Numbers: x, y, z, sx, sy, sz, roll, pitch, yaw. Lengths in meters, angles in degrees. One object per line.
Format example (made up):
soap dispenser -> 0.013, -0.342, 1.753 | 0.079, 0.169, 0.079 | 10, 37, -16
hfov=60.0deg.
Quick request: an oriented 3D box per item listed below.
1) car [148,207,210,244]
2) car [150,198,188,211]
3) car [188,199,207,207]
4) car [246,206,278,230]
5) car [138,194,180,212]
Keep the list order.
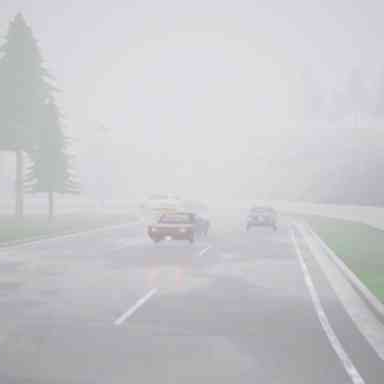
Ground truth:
car -> -0.425, 1.624, 15.988 | 1.895, 1.301, 4.718 | 0, 0, 14
car -> -1.743, 1.515, 26.892 | 1.882, 1.535, 5.008 | 1, 0, 5
car -> -0.645, 1.607, 40.121 | 5.357, 1.411, 2.033 | 0, 0, 40
car -> 4.506, 1.588, 21.343 | 2.033, 1.411, 5.357 | 0, 0, 14
car -> -3.681, 1.272, 38.163 | 5.566, 2.045, 2.150 | 0, -1, 36
